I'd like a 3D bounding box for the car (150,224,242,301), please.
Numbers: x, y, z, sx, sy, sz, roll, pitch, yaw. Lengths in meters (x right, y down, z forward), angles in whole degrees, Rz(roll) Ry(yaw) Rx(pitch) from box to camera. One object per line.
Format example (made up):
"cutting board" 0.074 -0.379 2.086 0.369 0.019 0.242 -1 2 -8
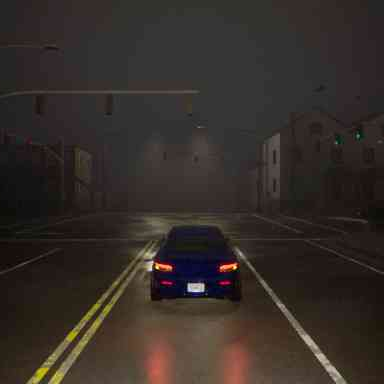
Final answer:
"car" 0.089 1.526 8.184 1.812 1.442 4.674 0 0 0

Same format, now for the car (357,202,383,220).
"car" 16.378 1.526 27.930 4.674 1.442 1.812 0 0 -1
